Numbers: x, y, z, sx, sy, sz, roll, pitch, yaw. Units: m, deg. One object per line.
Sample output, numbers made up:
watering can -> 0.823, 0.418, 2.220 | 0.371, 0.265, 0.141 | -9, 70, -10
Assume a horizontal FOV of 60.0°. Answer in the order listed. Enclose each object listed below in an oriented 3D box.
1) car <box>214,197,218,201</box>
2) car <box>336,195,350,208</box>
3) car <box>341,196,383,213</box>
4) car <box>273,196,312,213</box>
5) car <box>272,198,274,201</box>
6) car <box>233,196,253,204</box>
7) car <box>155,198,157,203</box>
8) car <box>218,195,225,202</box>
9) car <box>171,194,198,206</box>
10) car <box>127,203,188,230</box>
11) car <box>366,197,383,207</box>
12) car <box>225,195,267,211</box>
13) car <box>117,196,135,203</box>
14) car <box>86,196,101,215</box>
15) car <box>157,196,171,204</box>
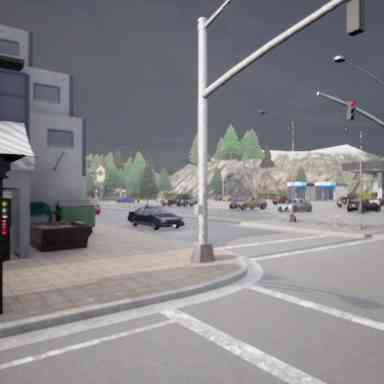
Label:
car -> 7.669, 1.552, 83.036 | 4.514, 1.523, 2.007 | 0, 0, -36
car -> 22.782, 1.307, 47.781 | 4.605, 1.855, 1.932 | 0, 0, -36
car -> 18.726, 1.504, 36.294 | 4.514, 1.523, 2.007 | 0, 0, -36
car -> 10.867, 1.435, 35.139 | 3.806, 1.475, 1.970 | 0, 0, -36
car -> 16.070, 1.508, 58.298 | 4.514, 1.523, 2.007 | 0, 0, -36
car -> 10.256, 1.530, 66.426 | 3.633, 1.501, 1.845 | 0, 0, -36
car -> -5.675, 1.590, 69.719 | 3.806, 1.475, 1.970 | 0, 0, -36
car -> 9.547, 1.543, 80.523 | 5.027, 1.636, 2.152 | 0, 0, -36
car -> -0.638, 1.280, 50.528 | 3.866, 1.878, 1.905 | 0, 0, -36
car -> -2.650, 1.728, 22.958 | 2.033, 1.411, 5.357 | 0, 0, -36
car -> 29.636, 1.574, 52.774 | 3.806, 1.475, 1.970 | 0, 0, -36
car -> 6.849, 1.357, 40.153 | 5.027, 1.636, 2.152 | 0, 0, -36
car -> -13.437, 1.576, 67.793 | 3.633, 1.501, 1.845 | 0, 0, -36
car -> -11.525, 1.404, 35.269 | 2.150, 2.045, 5.566 | 0, 0, -36
car -> -2.673, 1.300, 52.643 | 4.605, 1.855, 1.932 | 0, 0, -36
